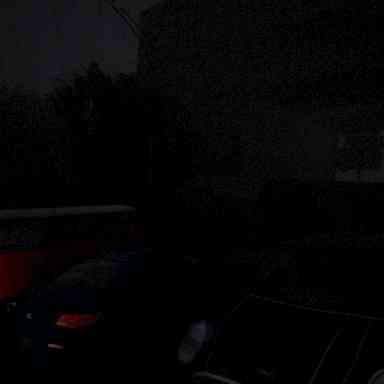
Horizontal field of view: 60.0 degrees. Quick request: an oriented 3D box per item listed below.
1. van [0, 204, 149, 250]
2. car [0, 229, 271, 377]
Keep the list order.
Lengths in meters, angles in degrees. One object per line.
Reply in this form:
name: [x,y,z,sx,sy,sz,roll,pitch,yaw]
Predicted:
van: [-2.777,1.307,7.406,1.878,1.987,4.442,-1,0,35]
car: [-0.570,1.550,5.685,2.002,1.452,4.674,-1,0,35]
